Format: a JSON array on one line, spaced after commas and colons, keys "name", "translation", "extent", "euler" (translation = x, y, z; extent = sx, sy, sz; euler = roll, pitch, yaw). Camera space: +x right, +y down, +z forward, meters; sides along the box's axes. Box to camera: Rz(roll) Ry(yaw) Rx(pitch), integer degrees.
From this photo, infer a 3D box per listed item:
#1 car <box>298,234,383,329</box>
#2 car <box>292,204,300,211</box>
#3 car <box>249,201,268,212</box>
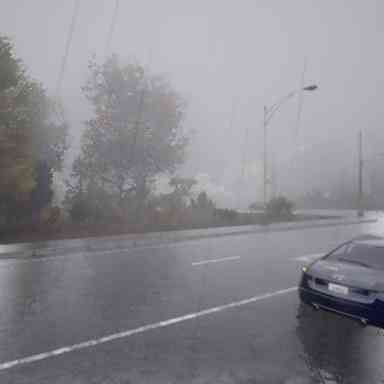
[{"name": "car", "translation": [4.034, 1.560, 6.627], "extent": [4.181, 1.385, 1.994], "euler": [0, 0, -35]}, {"name": "car", "translation": [12.602, 1.946, 45.849], "extent": [2.128, 1.511, 4.902], "euler": [0, -2, -32]}, {"name": "car", "translation": [9.639, 1.941, 43.983], "extent": [2.128, 1.511, 4.902], "euler": [0, -2, -32]}]
